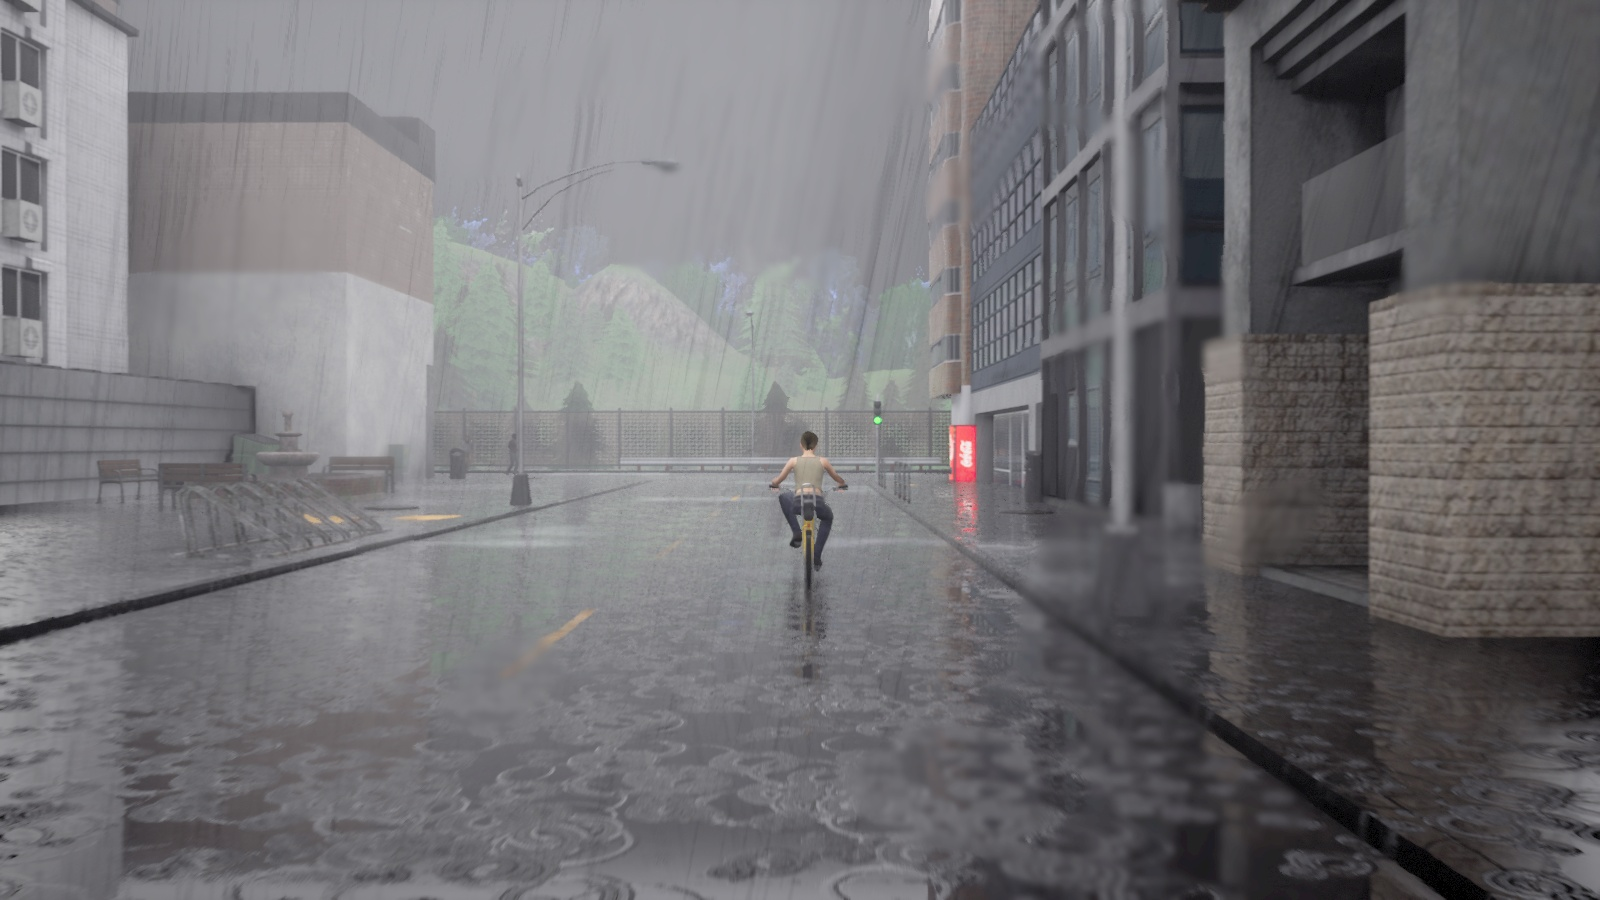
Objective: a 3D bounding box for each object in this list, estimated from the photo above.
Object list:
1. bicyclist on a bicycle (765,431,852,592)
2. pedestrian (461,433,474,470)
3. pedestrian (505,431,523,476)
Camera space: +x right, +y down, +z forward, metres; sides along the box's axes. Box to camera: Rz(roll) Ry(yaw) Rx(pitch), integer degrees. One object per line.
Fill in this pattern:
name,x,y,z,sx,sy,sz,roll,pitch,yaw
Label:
bicyclist on a bicycle,0.091,0.608,13.336,0.866,1.612,1.509,0,0,0
pedestrian,-16.641,0.089,62.813,0.540,1.848,0.694,0,0,-20
pedestrian,-12.362,0.138,54.320,0.666,1.930,0.402,0,0,34
